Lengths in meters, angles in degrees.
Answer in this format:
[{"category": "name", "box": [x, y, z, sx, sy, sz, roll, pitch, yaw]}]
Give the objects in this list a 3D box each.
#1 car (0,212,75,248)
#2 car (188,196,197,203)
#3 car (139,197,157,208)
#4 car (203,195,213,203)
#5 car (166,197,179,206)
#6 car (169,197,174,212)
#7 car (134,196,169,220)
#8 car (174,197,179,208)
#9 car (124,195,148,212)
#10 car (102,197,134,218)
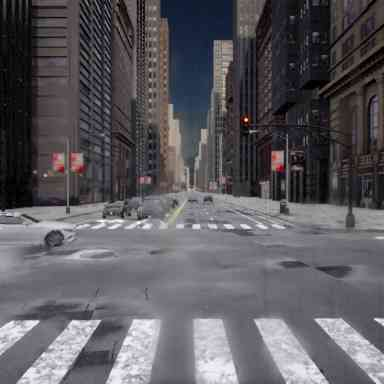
[{"category": "car", "box": [-7.187, 1.522, 13.379, 4.674, 1.442, 1.812, 0, 0, -22]}, {"category": "car", "box": [0.103, 1.467, 69.814, 2.033, 1.411, 5.357, 0, 0, 0]}, {"category": "car", "box": [-6.586, 1.509, 50.027, 2.033, 1.411, 5.357, 0, 0, 0]}, {"category": "car", "box": [3.353, 1.424, 69.902, 1.837, 1.490, 4.892, 0, 0, 0]}, {"category": "car", "box": [-3.311, 1.551, 56.499, 1.895, 1.301, 4.718, 0, 0, 0]}, {"category": "car", "box": [-3.350, 1.502, 36.459, 1.812, 1.442, 4.674, 0, 0, 0]}, {"category": "car", "box": [-3.289, 1.336, 27.675, 2.097, 1.767, 4.553, 0, 0, -2]}, {"category": "car", "box": [-3.337, 1.530, 46.482, 1.994, 1.385, 4.181, 0, 0, 0]}, {"category": "car", "box": [-6.595, 1.325, 39.730, 2.097, 1.767, 4.553, 0, 0, 0]}, {"category": "car", "box": [-6.599, 1.487, 29.576, 1.837, 1.490, 4.892, 0, 0, 0]}]
